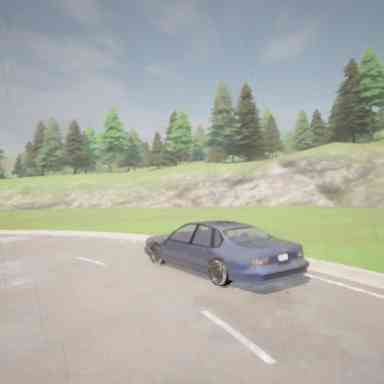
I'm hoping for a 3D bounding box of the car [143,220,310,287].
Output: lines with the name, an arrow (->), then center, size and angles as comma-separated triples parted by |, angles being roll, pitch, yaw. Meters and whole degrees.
car -> 0.565, 1.500, 9.295 | 2.033, 1.411, 5.357 | -2, 0, -34
